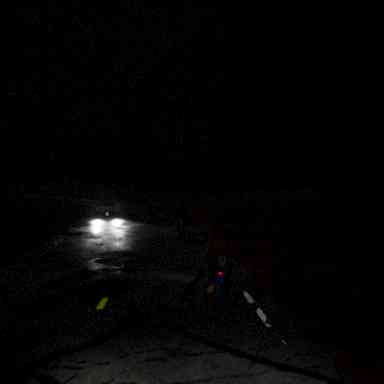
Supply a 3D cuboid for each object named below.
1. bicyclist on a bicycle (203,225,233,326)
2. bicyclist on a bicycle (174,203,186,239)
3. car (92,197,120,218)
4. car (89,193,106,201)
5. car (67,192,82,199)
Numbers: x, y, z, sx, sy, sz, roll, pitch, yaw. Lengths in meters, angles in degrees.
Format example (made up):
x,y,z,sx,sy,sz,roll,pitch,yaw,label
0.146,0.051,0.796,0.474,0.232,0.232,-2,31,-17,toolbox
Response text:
x,y,z,sx,sy,sz,roll,pitch,yaw,label
0.485,1.444,6.103,0.582,1.620,1.656,0,0,-4,bicyclist on a bicycle
-0.537,1.349,15.575,0.582,1.620,1.656,1,0,-8,bicyclist on a bicycle
-6.861,1.321,26.925,1.895,1.301,4.718,1,1,-15,car
-16.441,0.865,57.868,2.033,1.411,5.357,0,1,-31,car
-24.503,0.645,69.683,1.812,1.442,4.674,0,1,-40,car
